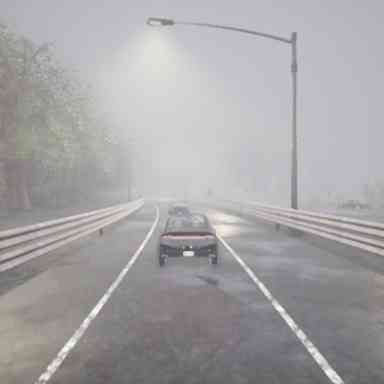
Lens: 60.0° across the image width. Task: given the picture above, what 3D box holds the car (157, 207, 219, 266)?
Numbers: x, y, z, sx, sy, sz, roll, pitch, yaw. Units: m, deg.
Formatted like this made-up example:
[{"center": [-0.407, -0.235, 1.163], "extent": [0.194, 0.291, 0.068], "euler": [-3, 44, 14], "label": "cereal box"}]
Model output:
[{"center": [-0.167, 1.480, 11.556], "extent": [2.128, 1.511, 4.902], "euler": [0, 0, -2], "label": "car"}]

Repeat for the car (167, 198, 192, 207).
[{"center": [-1.118, 1.487, 27.919], "extent": [1.812, 1.442, 4.674], "euler": [0, 0, -5], "label": "car"}]

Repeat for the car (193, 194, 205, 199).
[{"center": [1.489, 1.129, 79.488], "extent": [2.097, 1.767, 4.553], "euler": [0, 0, -26], "label": "car"}]

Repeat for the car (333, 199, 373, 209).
[{"center": [19.974, 1.553, 41.479], "extent": [1.882, 1.535, 5.008], "euler": [0, 0, -26], "label": "car"}]
